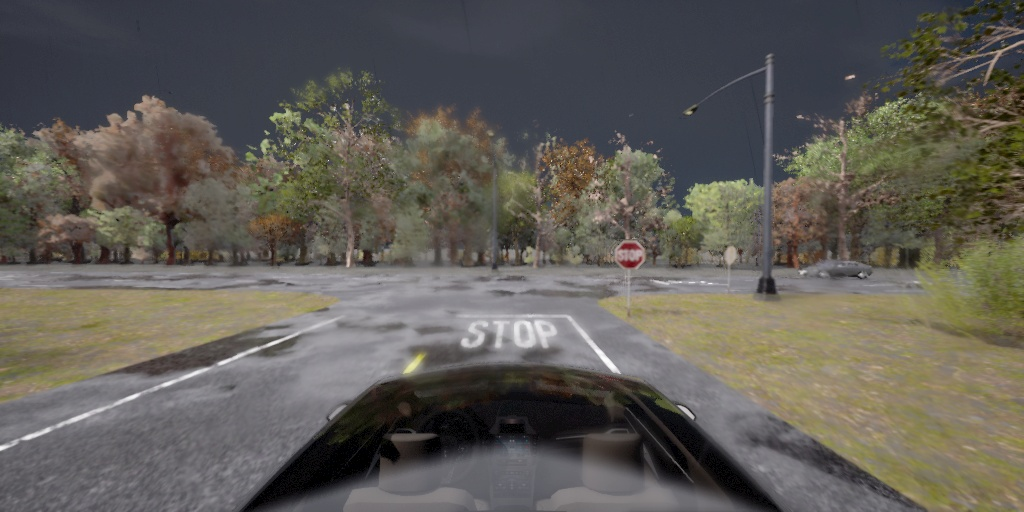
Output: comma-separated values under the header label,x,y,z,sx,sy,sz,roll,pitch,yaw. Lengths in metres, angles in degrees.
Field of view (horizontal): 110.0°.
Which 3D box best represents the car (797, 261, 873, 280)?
label,x,y,z,sx,sy,sz,roll,pitch,yaw
car,24.982,1.107,27.807,4.902,1.511,2.128,-1,1,0
